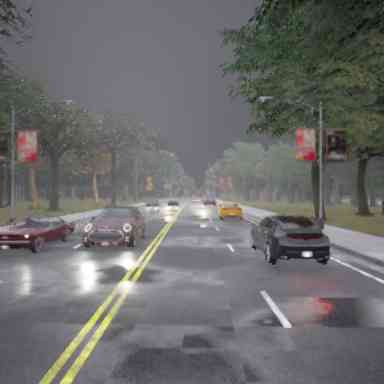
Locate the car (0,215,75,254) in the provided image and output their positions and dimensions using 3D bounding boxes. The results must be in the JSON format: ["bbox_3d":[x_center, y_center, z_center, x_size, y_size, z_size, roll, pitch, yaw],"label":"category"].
[{"bbox_3d":[-6.616,1.669,14.000,1.895,1.301,4.718,0,0,0],"label":"car"}]

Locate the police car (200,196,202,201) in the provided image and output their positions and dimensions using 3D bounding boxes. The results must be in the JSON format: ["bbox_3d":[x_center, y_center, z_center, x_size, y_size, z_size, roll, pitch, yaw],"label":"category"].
[{"bbox_3d":[3.403,1.883,71.147,2.038,1.542,4.974,0,0,0],"label":"police car"}]

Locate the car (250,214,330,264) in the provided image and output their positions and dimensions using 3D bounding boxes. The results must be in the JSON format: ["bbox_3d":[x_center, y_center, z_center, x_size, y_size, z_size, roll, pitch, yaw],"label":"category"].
[{"bbox_3d":[3.337,1.563,12.066,1.837,1.490,4.892,0,0,0],"label":"car"}]

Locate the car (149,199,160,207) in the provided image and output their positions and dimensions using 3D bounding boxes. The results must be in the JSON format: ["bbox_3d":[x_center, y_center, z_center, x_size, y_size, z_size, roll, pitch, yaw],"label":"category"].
[{"bbox_3d":[-6.499,1.852,55.943,1.994,1.385,4.181,0,0,1],"label":"car"}]

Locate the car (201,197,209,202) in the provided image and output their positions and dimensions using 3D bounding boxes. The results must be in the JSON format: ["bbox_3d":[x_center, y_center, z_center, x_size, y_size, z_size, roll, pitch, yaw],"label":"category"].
[{"bbox_3d":[3.633,2.060,93.125,2.033,1.411,5.357,0,0,1],"label":"car"}]

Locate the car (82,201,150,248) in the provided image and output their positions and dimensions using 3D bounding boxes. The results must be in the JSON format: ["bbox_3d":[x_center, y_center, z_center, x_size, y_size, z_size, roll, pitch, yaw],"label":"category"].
[{"bbox_3d":[-3.366,1.425,15.160,2.097,1.767,4.553,0,0,0],"label":"car"}]

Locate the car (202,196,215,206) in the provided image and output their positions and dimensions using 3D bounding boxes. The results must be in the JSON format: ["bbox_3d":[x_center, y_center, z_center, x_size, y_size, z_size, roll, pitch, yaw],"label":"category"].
[{"bbox_3d":[3.322,1.664,60.128,2.097,1.767,4.553,0,0,0],"label":"car"}]

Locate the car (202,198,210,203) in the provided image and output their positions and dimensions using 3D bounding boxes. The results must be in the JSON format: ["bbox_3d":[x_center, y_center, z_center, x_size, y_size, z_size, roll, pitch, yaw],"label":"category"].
[{"bbox_3d":[3.507,2.046,82.166,1.895,1.301,4.718,0,0,1],"label":"car"}]

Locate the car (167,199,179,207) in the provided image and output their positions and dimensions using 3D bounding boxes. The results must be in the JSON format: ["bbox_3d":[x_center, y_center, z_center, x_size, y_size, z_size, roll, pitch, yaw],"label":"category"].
[{"bbox_3d":[-3.231,1.899,57.753,1.895,1.301,4.718,0,0,1],"label":"car"}]

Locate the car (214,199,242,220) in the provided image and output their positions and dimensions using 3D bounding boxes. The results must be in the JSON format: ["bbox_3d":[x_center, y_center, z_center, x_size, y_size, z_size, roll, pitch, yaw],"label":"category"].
[{"bbox_3d":[3.320,1.625,29.928,1.882,1.535,5.008,0,0,0],"label":"car"}]
